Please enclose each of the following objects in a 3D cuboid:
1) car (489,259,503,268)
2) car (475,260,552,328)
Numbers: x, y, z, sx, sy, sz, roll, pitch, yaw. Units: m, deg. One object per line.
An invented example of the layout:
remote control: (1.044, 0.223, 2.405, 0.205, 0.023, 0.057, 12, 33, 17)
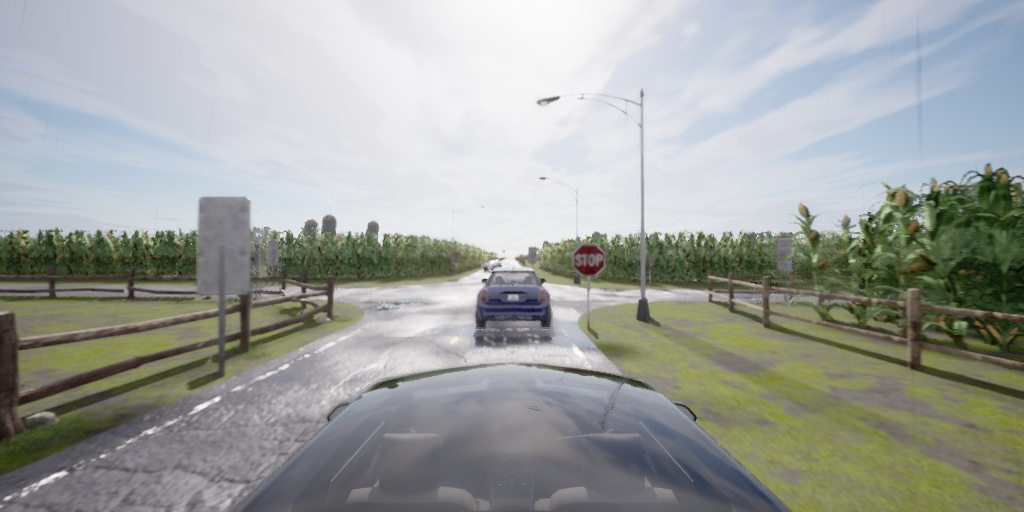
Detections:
car: (-2.790, 1.357, 63.307, 2.128, 1.511, 4.902, 0, 0, 1)
car: (0.057, 1.125, 11.645, 2.097, 1.767, 4.553, 0, 0, 0)
